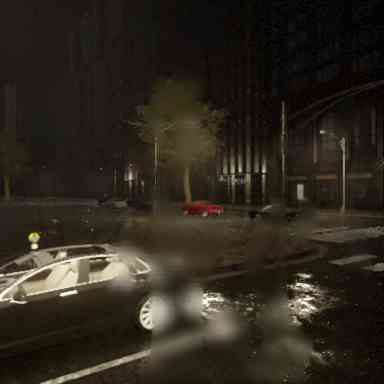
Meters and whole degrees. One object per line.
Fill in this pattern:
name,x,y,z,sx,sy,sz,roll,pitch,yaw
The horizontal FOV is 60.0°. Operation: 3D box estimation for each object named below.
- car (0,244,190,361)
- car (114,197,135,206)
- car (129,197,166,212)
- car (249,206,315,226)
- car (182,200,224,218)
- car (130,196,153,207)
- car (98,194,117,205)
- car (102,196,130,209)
car,-2.085,1.553,5.166,4.403,1.369,2.008,0,0,-36
car,-12.681,1.668,62.376,1.882,1.535,5.008,0,0,-36
car,-5.303,1.692,40.762,2.033,1.411,5.357,0,0,-36
car,6.463,1.688,24.338,1.895,1.301,4.718,0,0,-36
car,0.963,1.592,32.012,1.882,1.535,5.008,0,0,-36
car,-8.682,1.522,56.878,2.097,1.767,4.553,0,0,-35
car,-15.098,1.421,60.169,2.150,2.045,5.566,0,0,-36
car,-11.158,1.700,49.019,1.812,1.442,4.674,0,0,-36
